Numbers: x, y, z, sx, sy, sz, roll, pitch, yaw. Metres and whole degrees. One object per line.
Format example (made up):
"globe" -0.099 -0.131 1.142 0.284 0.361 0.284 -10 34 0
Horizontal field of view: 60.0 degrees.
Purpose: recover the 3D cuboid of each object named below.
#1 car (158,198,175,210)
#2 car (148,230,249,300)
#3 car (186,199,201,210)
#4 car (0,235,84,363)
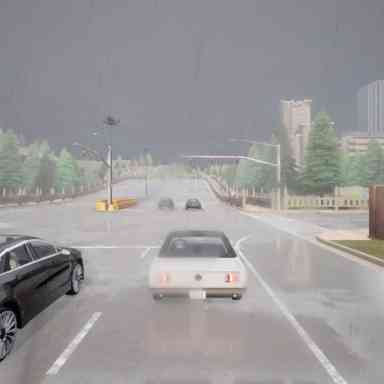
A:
"car" -3.322 1.505 43.702 1.837 1.490 4.892 0 0 0
"car" 0.114 1.601 8.331 1.895 1.301 4.718 0 0 0
"car" 0.180 1.564 43.844 1.994 1.385 4.181 0 0 0
"car" -3.389 1.492 5.796 2.128 1.511 4.902 0 0 0
